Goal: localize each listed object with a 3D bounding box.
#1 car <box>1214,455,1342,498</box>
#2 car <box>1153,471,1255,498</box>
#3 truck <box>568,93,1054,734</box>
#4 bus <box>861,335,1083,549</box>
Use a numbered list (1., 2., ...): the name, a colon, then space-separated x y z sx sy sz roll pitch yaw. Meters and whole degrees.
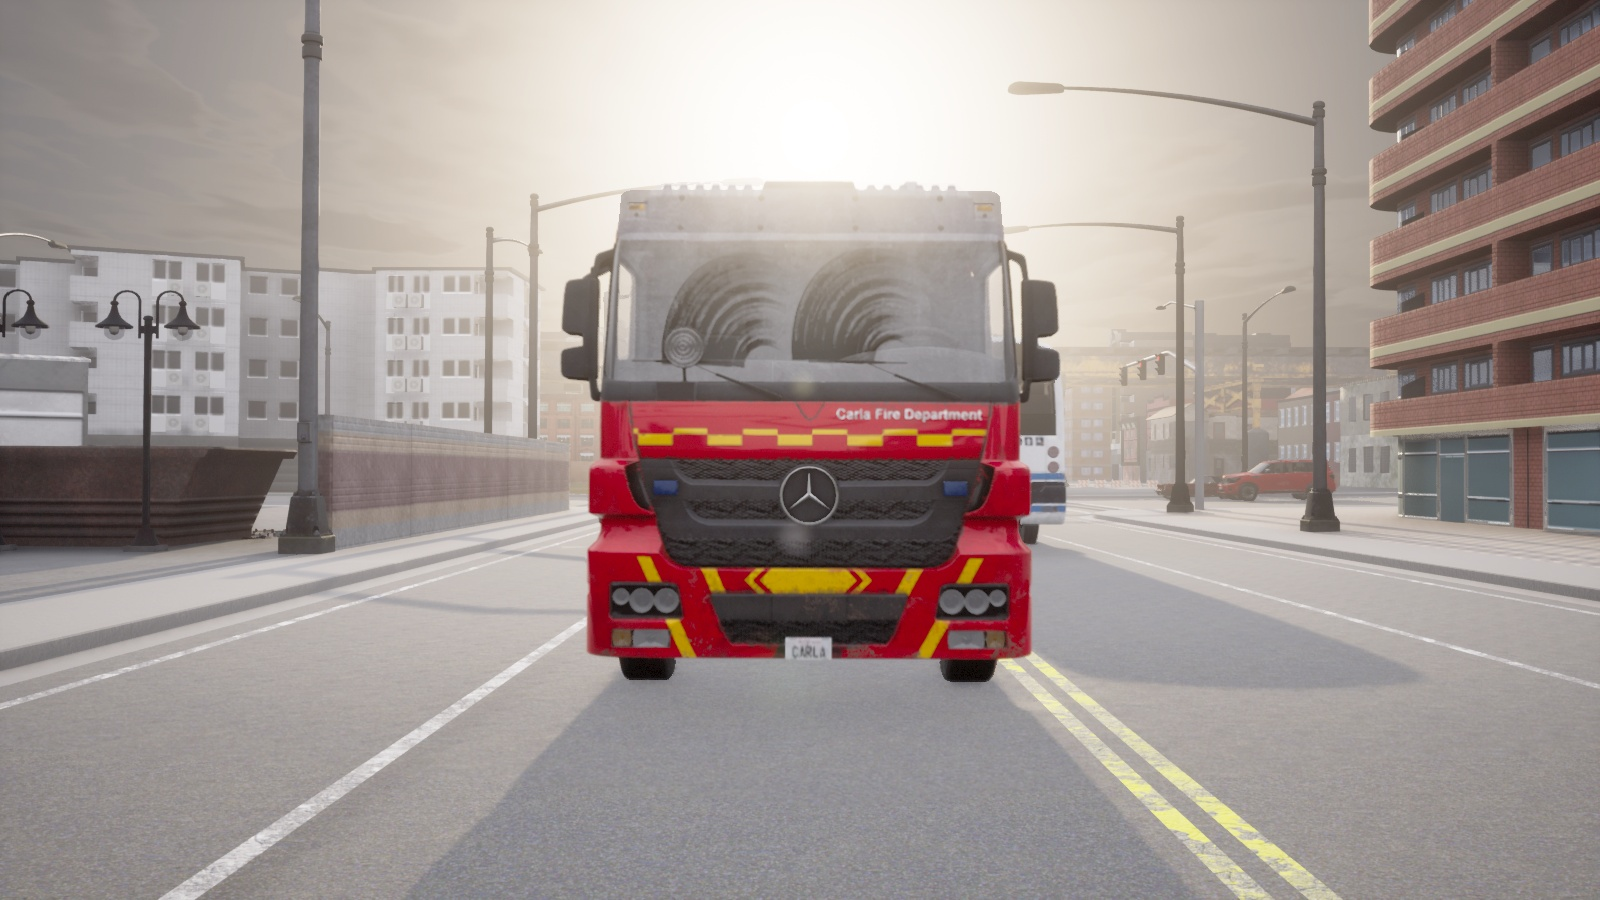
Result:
1. car: 23.796 1.322 62.669 5.566 2.045 2.150 -1 -1 1
2. car: 21.271 1.809 66.245 4.718 1.301 1.895 -1 -1 1
3. truck: 0.081 -0.154 11.754 2.891 3.827 8.468 0 -1 0
4. bus: 3.681 -0.071 30.163 3.944 4.253 10.273 0 -1 0
